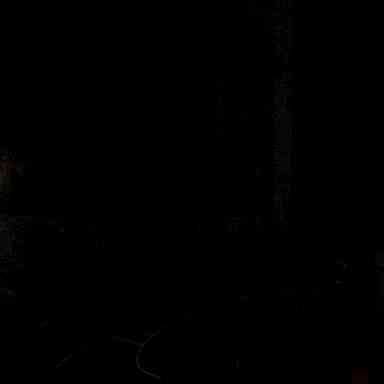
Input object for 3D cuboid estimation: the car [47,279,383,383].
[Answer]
[{"bbox_3d":[0.683,1.437,2.471,4.097,1.590,1.967,0,0,36],"label":"car"}]
